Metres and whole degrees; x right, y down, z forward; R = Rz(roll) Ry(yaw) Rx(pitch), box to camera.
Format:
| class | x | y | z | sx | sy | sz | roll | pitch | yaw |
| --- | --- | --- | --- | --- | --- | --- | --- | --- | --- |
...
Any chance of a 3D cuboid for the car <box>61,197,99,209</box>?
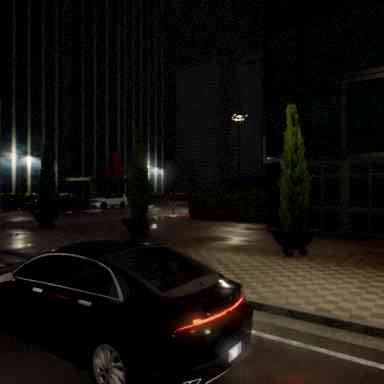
| class | x | y | z | sx | sy | sz | roll | pitch | yaw |
| --- | --- | --- | --- | --- | --- | --- | --- | --- | --- |
| car | -15.381 | 1.503 | 45.966 | 1.837 | 1.490 | 4.892 | 0 | 0 | 35 |

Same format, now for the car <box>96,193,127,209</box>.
| class | x | y | z | sx | sy | sz | roll | pitch | yaw |
| --- | --- | --- | --- | --- | --- | --- | --- | --- | --- |
| car | -11.363 | 1.219 | 45.597 | 2.150 | 2.045 | 5.566 | 0 | 0 | 35 |

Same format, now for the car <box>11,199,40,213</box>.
| class | x | y | z | sx | sy | sz | roll | pitch | yaw |
| --- | --- | --- | --- | --- | --- | --- | --- | --- | --- |
| car | -17.079 | 1.490 | 37.459 | 2.128 | 1.511 | 4.902 | 0 | 0 | 35 |

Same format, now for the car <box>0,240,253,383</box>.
| class | x | y | z | sx | sy | sz | roll | pitch | yaw |
| --- | --- | --- | --- | --- | --- | --- | --- | --- | --- |
| car | -1.496 | 1.504 | 5.070 | 4.892 | 1.490 | 1.837 | 0 | 0 | 36 |

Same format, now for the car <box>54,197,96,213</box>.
| class | x | y | z | sx | sy | sz | roll | pitch | yaw |
| --- | --- | --- | --- | --- | --- | --- | --- | --- | --- |
| car | -13.320 | 1.524 | 36.369 | 1.812 | 1.442 | 4.674 | 0 | 0 | 35 |

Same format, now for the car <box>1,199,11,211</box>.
| class | x | y | z | sx | sy | sz | roll | pitch | yaw |
| --- | --- | --- | --- | --- | --- | --- | --- | --- | --- |
| car | -21.028 | 1.545 | 37.921 | 2.033 | 1.411 | 5.357 | 0 | 0 | 35 |

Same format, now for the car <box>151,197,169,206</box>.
| class | x | y | z | sx | sy | sz | roll | pitch | yaw |
| --- | --- | --- | --- | --- | --- | --- | --- | --- | --- |
| car | -5.562 | 1.562 | 53.835 | 1.994 | 1.385 | 4.181 | 0 | 0 | 35 |
